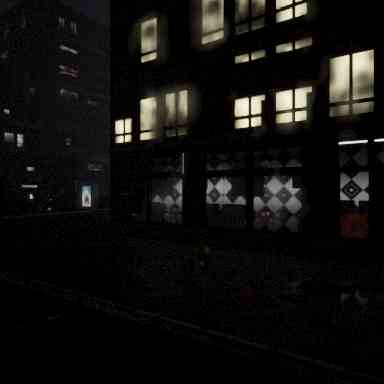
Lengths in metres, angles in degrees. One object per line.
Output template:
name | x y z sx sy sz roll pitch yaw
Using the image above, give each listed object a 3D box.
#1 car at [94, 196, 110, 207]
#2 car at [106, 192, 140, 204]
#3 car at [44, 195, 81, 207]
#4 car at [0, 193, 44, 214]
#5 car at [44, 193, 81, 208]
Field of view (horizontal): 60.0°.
car | -9.781 1.067 38.191 1.947 1.339 4.313 1 2 35
car | -9.875 0.841 48.176 1.837 1.490 4.892 0 1 35
car | -16.687 1.068 42.939 1.802 1.307 4.206 1 2 35
car | -16.134 1.024 29.090 2.192 1.841 5.009 1 2 35
car | -15.619 0.877 39.968 2.097 1.767 4.553 0 1 35
